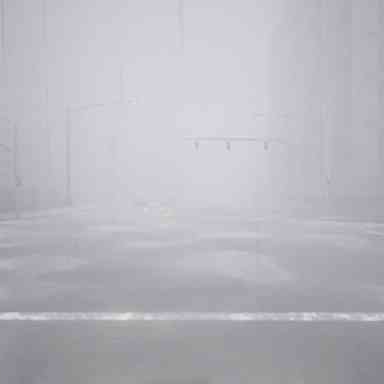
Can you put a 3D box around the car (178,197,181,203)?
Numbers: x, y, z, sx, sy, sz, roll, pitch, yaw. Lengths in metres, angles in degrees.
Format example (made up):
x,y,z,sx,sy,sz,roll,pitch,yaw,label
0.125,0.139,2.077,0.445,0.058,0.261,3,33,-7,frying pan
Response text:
x,y,z,sx,sy,sz,roll,pitch,yaw,label
-3.240,1.387,63.802,1.994,1.385,4.181,0,0,2,car

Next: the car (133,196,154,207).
x,y,z,sx,sy,sz,roll,pitch,yaw,label
-7.064,1.347,47.216,1.882,1.535,5.008,0,0,1,car

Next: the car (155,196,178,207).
x,y,z,sx,sy,sz,roll,pitch,yaw,label
-3.567,1.417,47.219,2.033,1.411,5.357,0,0,1,car
